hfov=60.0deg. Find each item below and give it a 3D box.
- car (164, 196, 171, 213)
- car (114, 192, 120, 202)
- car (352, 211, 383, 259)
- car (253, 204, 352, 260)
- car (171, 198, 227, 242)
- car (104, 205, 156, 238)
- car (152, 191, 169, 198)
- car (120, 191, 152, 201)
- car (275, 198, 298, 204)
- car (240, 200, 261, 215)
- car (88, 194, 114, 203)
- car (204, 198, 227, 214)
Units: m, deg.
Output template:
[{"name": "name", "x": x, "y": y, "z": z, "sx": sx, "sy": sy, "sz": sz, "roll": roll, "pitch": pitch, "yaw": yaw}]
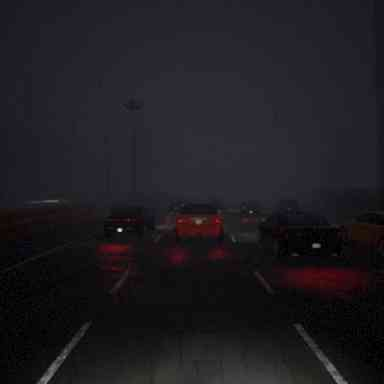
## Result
[{"name": "car", "x": -1.147, "y": 1.351, "z": 33.642, "sx": 1.812, "sy": 1.442, "sz": 4.674, "roll": 0, "pitch": 0, "yaw": 10}, {"name": "car", "x": -12.355, "y": 0.906, "z": 60.675, "sx": 2.150, "sy": 2.045, "sz": 5.566, "roll": 0, "pitch": 0, "yaw": 19}, {"name": "car", "x": 7.204, "y": 1.414, "z": 12.229, "sx": 1.882, "sy": 1.535, "sz": 5.008, "roll": 0, "pitch": 0, "yaw": 1}, {"name": "car", "x": 3.705, "y": 1.414, "z": 12.235, "sx": 1.882, "sy": 1.535, "sz": 5.008, "roll": 0, "pitch": 0, "yaw": 1}, {"name": "car", "x": 0.388, "y": 1.268, "z": 16.109, "sx": 2.097, "sy": 1.767, "sz": 4.553, "roll": 0, "pitch": 0, "yaw": 3}, {"name": "car", "x": -3.072, "y": 1.415, "z": 17.139, "sx": 1.837, "sy": 1.490, "sz": 4.892, "roll": 0, "pitch": 0, "yaw": 3}, {"name": "car", "x": -5.767, "y": 0.916, "z": 58.415, "sx": 2.150, "sy": 2.045, "sz": 5.566, "roll": 0, "pitch": 1, "yaw": 19}, {"name": "car", "x": -9.653, "y": 0.919, "z": 57.804, "sx": 2.150, "sy": 2.045, "sz": 5.566, "roll": 0, "pitch": 1, "yaw": 19}, {"name": "car", "x": 9.350, "y": 1.335, "z": 32.719, "sx": 1.837, "sy": 1.490, "sz": 4.892, "roll": 0, "pitch": 0, "yaw": 10}, {"name": "car", "x": 5.491, "y": 1.439, "z": 31.098, "sx": 1.895, "sy": 1.301, "sz": 4.718, "roll": 0, "pitch": 0, "yaw": 9}, {"name": "car", "x": -16.545, "y": 1.170, "z": 59.209, "sx": 1.882, "sy": 1.535, "sz": 5.008, "roll": 0, "pitch": 0, "yaw": 18}, {"name": "car", "x": 2.422, "y": 1.351, "z": 33.684, "sx": 1.812, "sy": 1.442, "sz": 4.674, "roll": 0, "pitch": 0, "yaw": 10}]
